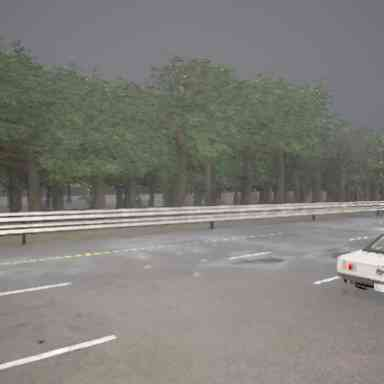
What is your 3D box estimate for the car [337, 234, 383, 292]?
[{"bbox_3d":[5.534,1.604,7.820,4.718,1.301,1.895,0,0,-36],"label":"car"}]
